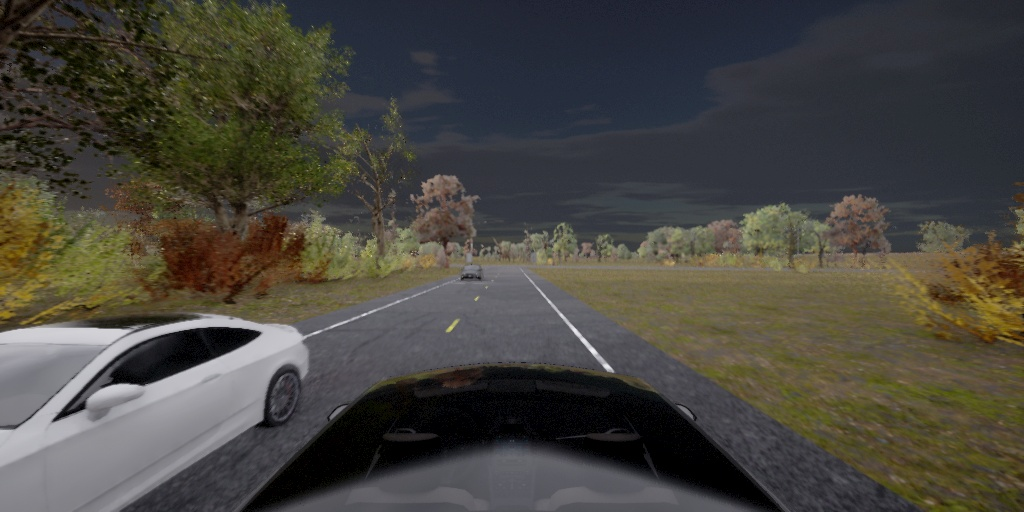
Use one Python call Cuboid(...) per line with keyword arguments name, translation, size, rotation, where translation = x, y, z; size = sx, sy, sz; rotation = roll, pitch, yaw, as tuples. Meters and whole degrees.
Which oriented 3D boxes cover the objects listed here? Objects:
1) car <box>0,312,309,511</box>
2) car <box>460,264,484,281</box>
Cuboid(name="car", translation=(-3.589, 1.286, 2.978), size=(1.812, 1.442, 4.674), rotation=(0, 0, 0))
Cuboid(name="car", translation=(-3.617, 1.518, 33.154), size=(1.837, 1.490, 4.892), rotation=(0, -1, 0))
